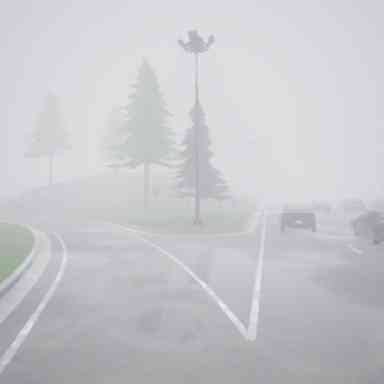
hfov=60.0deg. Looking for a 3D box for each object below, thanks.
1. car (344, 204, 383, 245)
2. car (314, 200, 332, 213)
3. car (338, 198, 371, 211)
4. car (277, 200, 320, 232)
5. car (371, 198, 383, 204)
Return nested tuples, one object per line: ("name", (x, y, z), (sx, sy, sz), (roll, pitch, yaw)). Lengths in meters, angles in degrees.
("car", (8.657, 1.487, 14.985), (2.033, 1.411, 5.357), (0, 0, 13))
("car", (13.189, 1.506, 34.771), (1.895, 1.301, 4.718), (0, 0, 13))
("car", (16.922, 1.372, 35.393), (2.128, 1.511, 4.902), (0, 0, 13))
("car", (6.222, 1.432, 20.040), (1.882, 1.535, 5.008), (0, 0, 13))
("car", (20.573, 1.383, 35.721), (1.812, 1.442, 4.674), (0, 0, 13))
